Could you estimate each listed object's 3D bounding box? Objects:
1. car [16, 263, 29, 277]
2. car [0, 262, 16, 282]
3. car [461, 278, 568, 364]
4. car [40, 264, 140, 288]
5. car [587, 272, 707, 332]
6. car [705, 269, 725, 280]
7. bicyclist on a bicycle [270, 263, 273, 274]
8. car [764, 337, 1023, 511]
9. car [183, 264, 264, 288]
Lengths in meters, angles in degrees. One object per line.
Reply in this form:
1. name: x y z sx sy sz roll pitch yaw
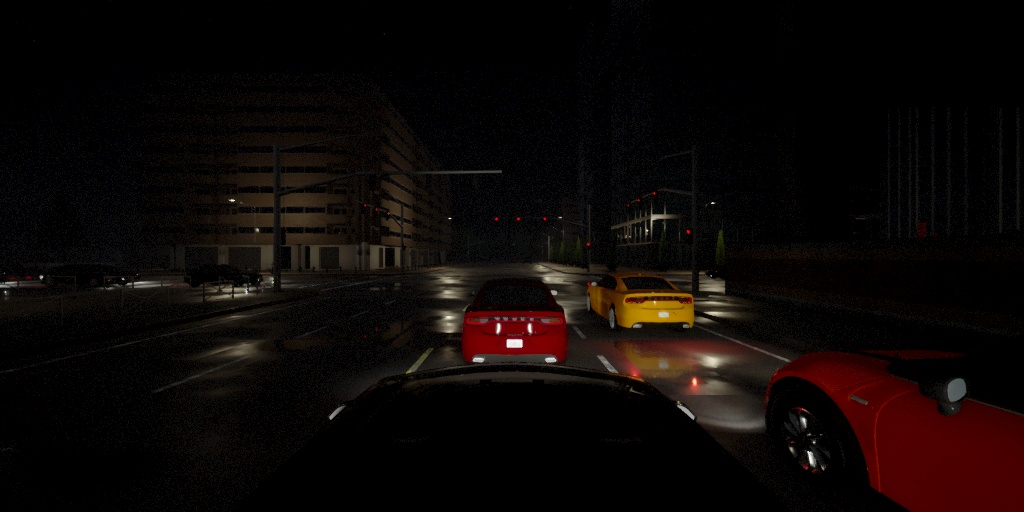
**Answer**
1. car: -50.330 1.297 34.946 4.902 1.511 2.128 0 0 1
2. car: -42.236 1.331 27.776 4.674 1.442 1.812 0 0 0
3. car: 0.062 1.228 8.125 1.882 1.535 5.008 0 0 0
4. car: -28.657 1.310 24.201 4.892 1.490 1.837 0 0 0
5. car: 3.582 1.228 10.898 1.882 1.535 5.008 0 0 0
6. car: 19.537 1.406 31.195 4.718 1.301 1.895 0 0 0
7. bicyclist on a bicycle: -25.518 1.106 38.671 0.582 1.620 1.656 0 0 0
8. car: 3.600 1.102 1.752 2.097 1.767 4.553 0 0 0
9. car: -19.417 1.331 24.180 4.674 1.442 1.812 0 0 0
